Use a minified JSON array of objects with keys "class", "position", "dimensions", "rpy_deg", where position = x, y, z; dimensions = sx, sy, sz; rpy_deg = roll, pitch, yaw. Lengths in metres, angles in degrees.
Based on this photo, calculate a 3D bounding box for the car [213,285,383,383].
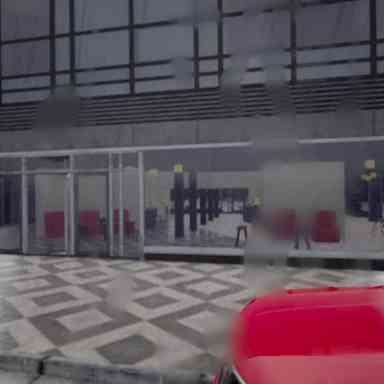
[{"class":"car","position":[2.867,1.223,1.995],"dimensions":[5.566,2.045,2.150],"rpy_deg":[0,0,12]}]
